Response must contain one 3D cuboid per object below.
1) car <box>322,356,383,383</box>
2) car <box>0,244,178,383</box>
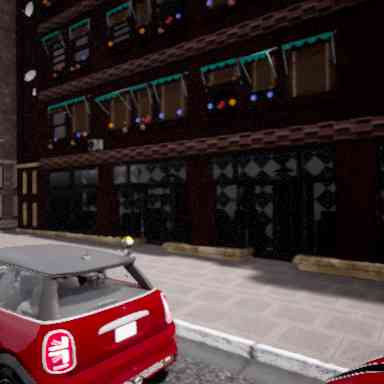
[{"bbox_3d":[2.362,1.443,1.206,4.097,1.590,1.967,0,-1,35],"label":"car"},{"bbox_3d":[-2.247,1.431,4.492,4.097,1.590,1.967,0,-1,35],"label":"car"}]
